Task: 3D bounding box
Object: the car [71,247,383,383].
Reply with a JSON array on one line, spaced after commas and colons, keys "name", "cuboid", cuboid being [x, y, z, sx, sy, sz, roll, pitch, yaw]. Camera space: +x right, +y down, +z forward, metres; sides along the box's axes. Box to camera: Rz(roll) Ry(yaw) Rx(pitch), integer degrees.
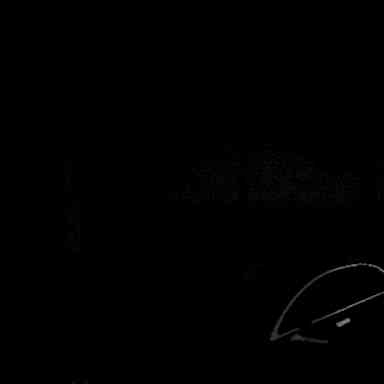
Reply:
[{"name": "car", "cuboid": [1.076, 1.538, 4.119, 4.892, 1.490, 1.837, 1, 0, -35]}]
